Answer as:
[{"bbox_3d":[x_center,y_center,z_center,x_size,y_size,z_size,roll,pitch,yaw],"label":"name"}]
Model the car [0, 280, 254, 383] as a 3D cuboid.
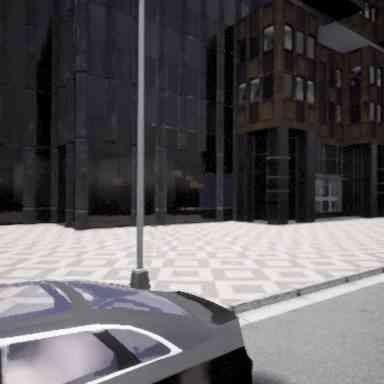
[{"bbox_3d":[-1.700,1.500,2.155,4.902,1.511,2.128,1,-1,-37],"label":"car"}]
